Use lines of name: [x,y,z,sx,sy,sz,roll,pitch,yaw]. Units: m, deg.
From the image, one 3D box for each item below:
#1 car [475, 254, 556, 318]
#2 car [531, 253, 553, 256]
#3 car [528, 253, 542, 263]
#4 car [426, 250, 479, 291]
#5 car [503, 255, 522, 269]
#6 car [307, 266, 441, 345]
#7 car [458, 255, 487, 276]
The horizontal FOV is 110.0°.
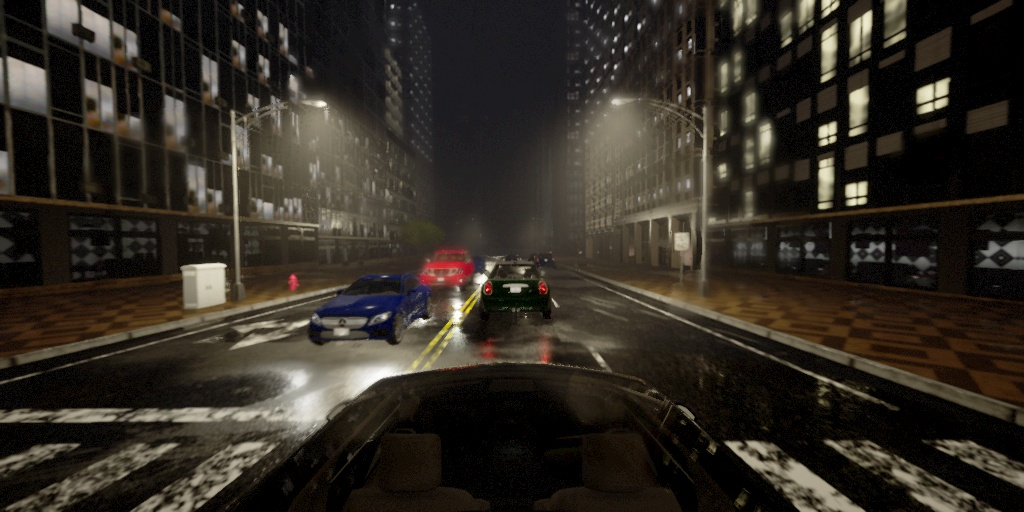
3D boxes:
car: [0.106,0.937,12.277,2.097,1.767,4.553,0,1,0]
car: [3.393,0.415,37.784,2.097,1.767,4.553,0,1,0]
car: [3.415,0.254,54.627,1.812,1.442,4.674,0,1,0]
car: [-3.314,0.689,19.597,2.150,2.045,5.566,0,1,0]
car: [0.047,0.594,39.868,2.033,1.411,5.357,0,1,0]
car: [-3.343,1.191,9.381,1.812,1.442,4.674,0,1,0]
car: [-3.219,0.740,30.072,1.882,1.535,5.008,0,1,0]
